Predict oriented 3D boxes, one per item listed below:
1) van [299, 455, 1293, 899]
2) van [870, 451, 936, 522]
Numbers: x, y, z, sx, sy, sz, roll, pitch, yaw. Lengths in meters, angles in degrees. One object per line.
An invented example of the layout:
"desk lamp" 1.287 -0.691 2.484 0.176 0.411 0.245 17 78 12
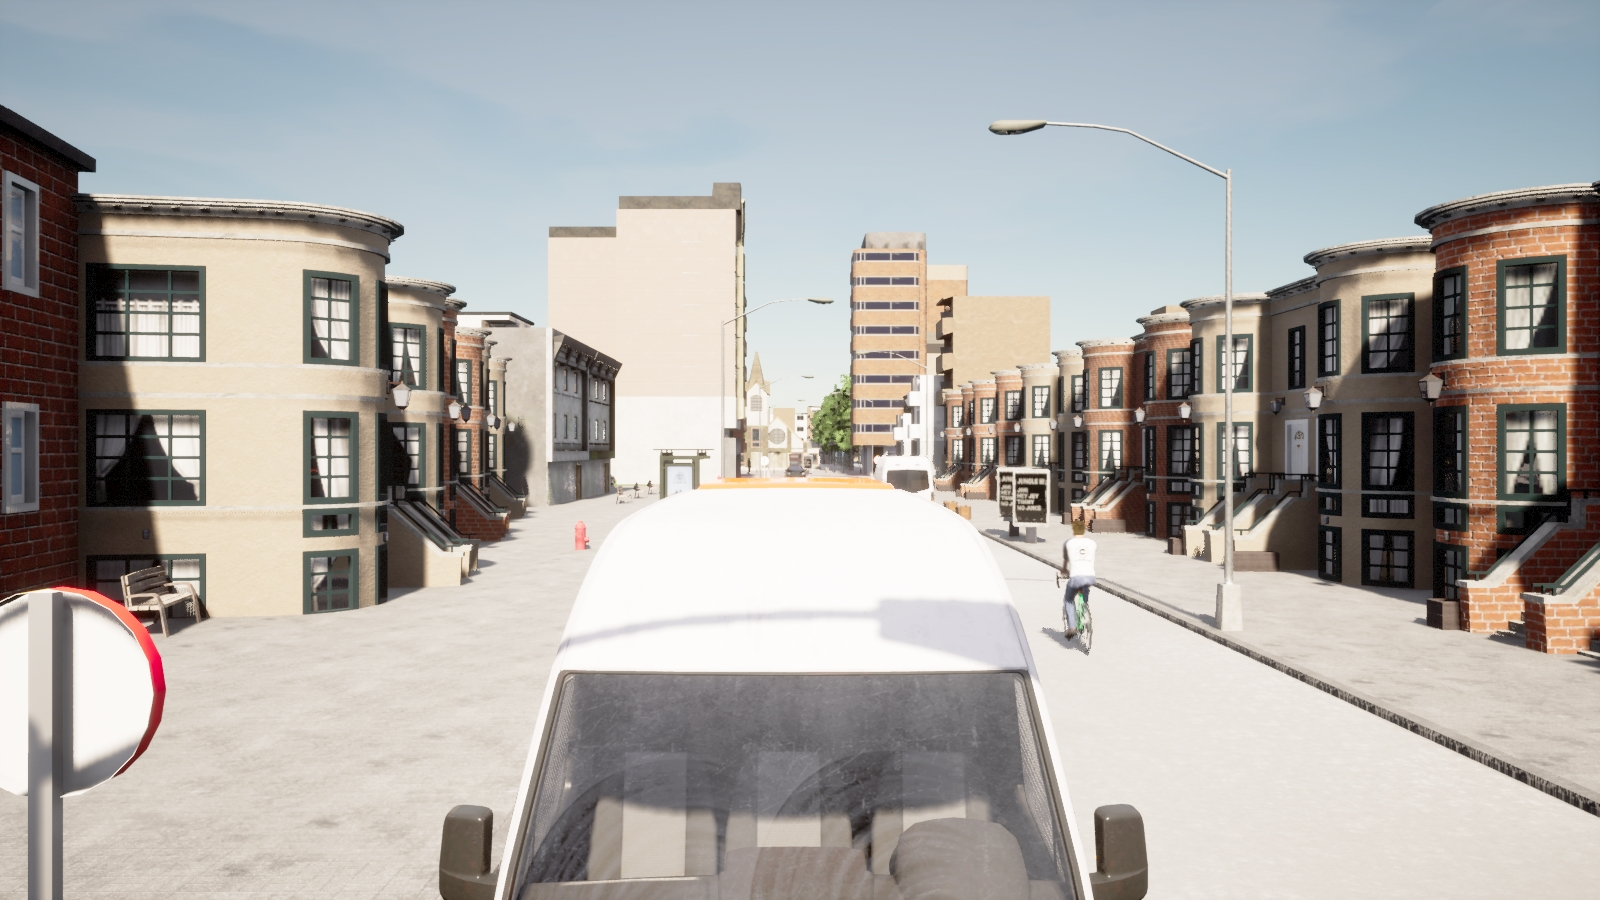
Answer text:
"van" -0.019 1.314 5.243 1.988 2.561 5.915 0 0 0
"van" 3.864 1.314 43.920 1.988 2.561 5.915 0 0 0
